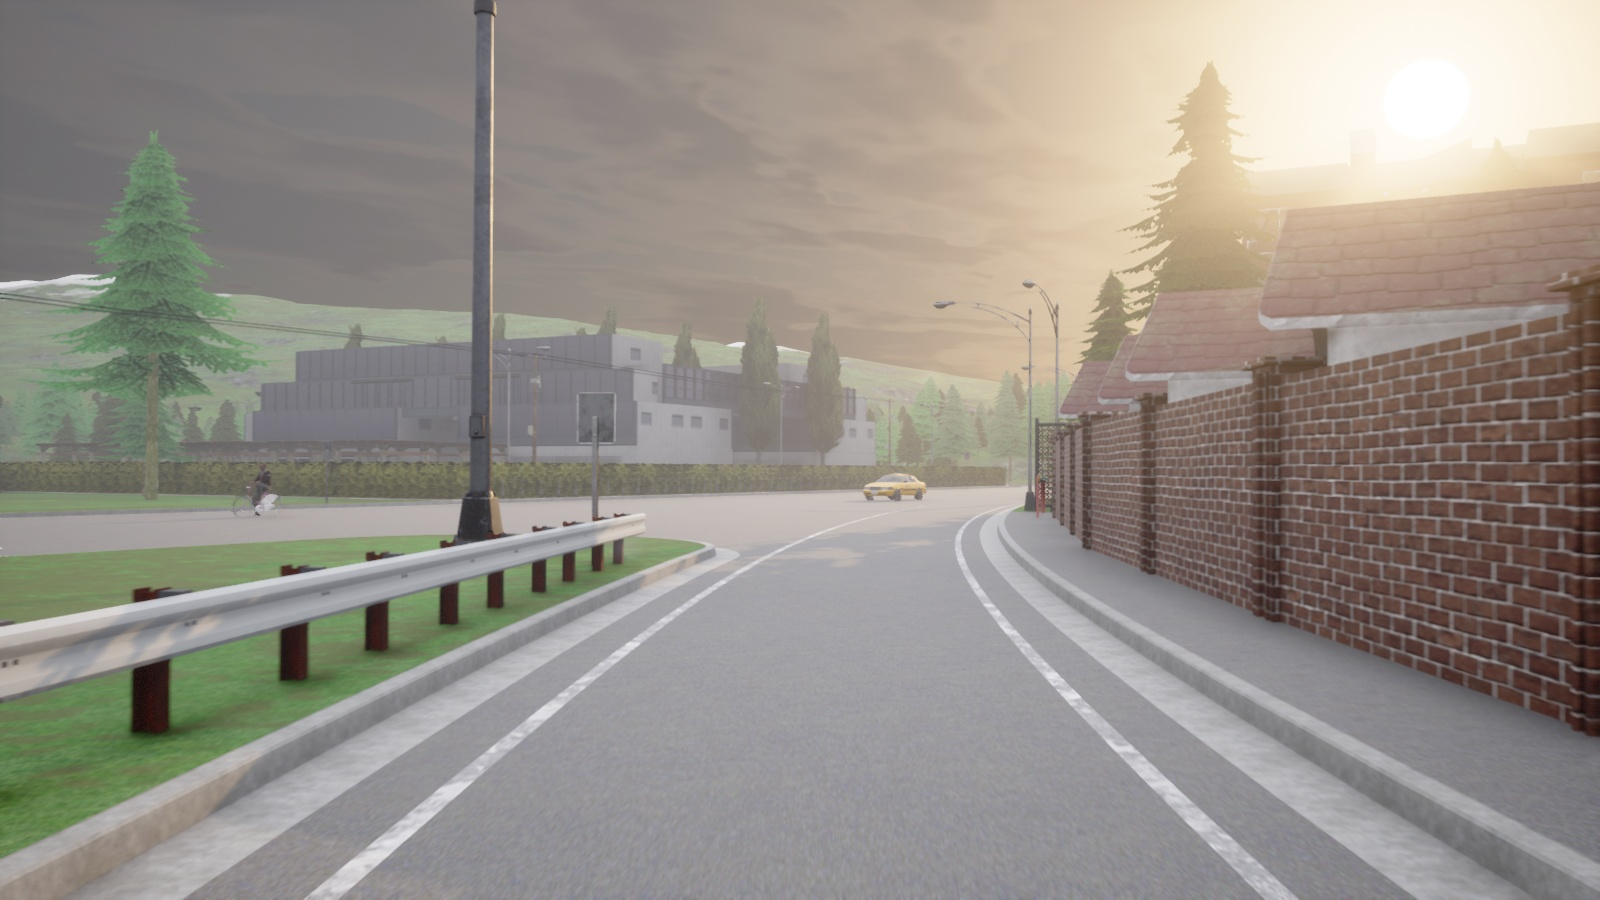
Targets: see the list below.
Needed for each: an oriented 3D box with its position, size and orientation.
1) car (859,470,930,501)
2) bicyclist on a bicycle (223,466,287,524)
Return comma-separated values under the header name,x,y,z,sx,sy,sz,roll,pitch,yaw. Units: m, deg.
name,x,y,z,sx,sy,sz,roll,pitch,yaw
car,5.137,1.861,67.309,1.801,1.575,5.366,-1,-1,28
bicyclist on a bicycle,-17.279,1.417,39.827,0.659,1.776,1.843,-1,-1,28
